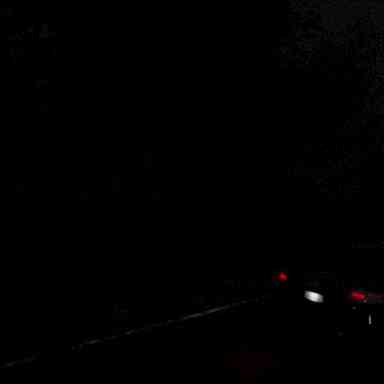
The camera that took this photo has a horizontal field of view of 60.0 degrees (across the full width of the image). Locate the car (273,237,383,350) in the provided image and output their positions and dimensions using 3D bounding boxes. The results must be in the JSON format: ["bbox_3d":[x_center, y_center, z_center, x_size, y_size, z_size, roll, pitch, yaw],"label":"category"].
[{"bbox_3d":[3.491,1.569,6.238,4.181,1.385,1.994,0,0,-35],"label":"car"}]
